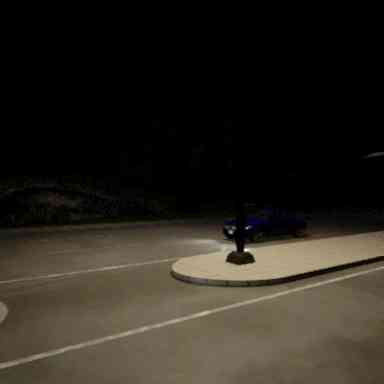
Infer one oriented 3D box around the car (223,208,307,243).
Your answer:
[{"bbox_3d":[3.648,1.526,16.096,4.674,1.442,1.812,0,0,-34],"label":"car"}]
